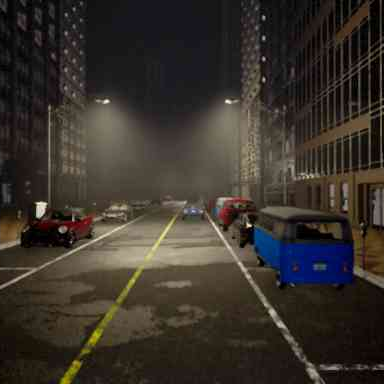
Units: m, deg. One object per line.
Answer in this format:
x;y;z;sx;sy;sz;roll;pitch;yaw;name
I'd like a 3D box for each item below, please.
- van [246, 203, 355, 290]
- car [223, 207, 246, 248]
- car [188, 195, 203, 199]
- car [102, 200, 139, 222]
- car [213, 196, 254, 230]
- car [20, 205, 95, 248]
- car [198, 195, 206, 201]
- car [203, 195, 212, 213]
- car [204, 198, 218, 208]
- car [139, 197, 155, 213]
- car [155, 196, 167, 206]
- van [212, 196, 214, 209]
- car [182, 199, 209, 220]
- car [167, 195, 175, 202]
2.700;1.342;8.857;1.690;1.788;3.998;1;0;0;van
2.698;1.551;14.499;2.008;1.369;4.403;1;0;0;car
0.101;1.542;45.861;2.033;1.411;5.357;0;0;0;car
-5.681;1.550;25.756;2.008;1.369;4.403;1;0;0;car
2.701;1.315;20.140;2.192;1.841;5.009;1;0;0;car
-5.681;1.441;14.471;1.967;1.590;4.097;1;0;0;car
2.701;1.526;87.838;2.008;1.369;4.403;1;0;0;car
2.702;1.312;37.065;2.192;1.841;5.009;1;0;0;car
2.699;1.576;48.348;1.802;1.307;4.206;1;0;0;car
-5.681;1.547;37.042;2.008;1.369;4.403;1;0;0;car
-5.681;1.543;53.970;2.008;1.369;4.403;1;0;0;car
2.701;1.340;25.782;1.690;1.788;3.998;1;0;0;van
0.102;1.545;28.346;2.033;1.411;5.357;0;0;0;car
-5.679;1.527;76.541;1.887;1.381;4.507;1;0;0;car
